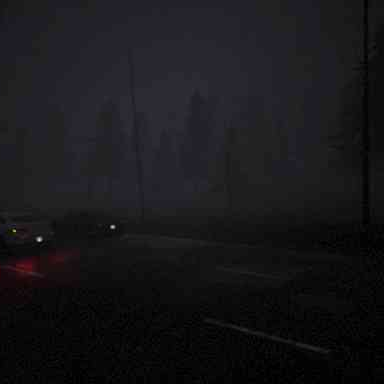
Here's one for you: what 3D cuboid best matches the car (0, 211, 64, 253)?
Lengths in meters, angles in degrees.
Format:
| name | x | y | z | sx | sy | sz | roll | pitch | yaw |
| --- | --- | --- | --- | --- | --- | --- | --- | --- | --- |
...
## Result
| name | x | y | z | sx | sy | sz | roll | pitch | yaw |
| --- | --- | --- | --- | --- | --- | --- | --- | --- | --- |
| car | -7.501 | 1.520 | 13.605 | 4.674 | 1.442 | 1.812 | 0 | 0 | 36 |

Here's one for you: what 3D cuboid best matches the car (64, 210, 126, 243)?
| name | x | y | z | sx | sy | sz | roll | pitch | yaw |
| --- | --- | --- | --- | --- | --- | --- | --- | --- | --- |
| car | -5.224 | 1.557 | 16.277 | 4.181 | 1.385 | 1.994 | 0 | 0 | 36 |
